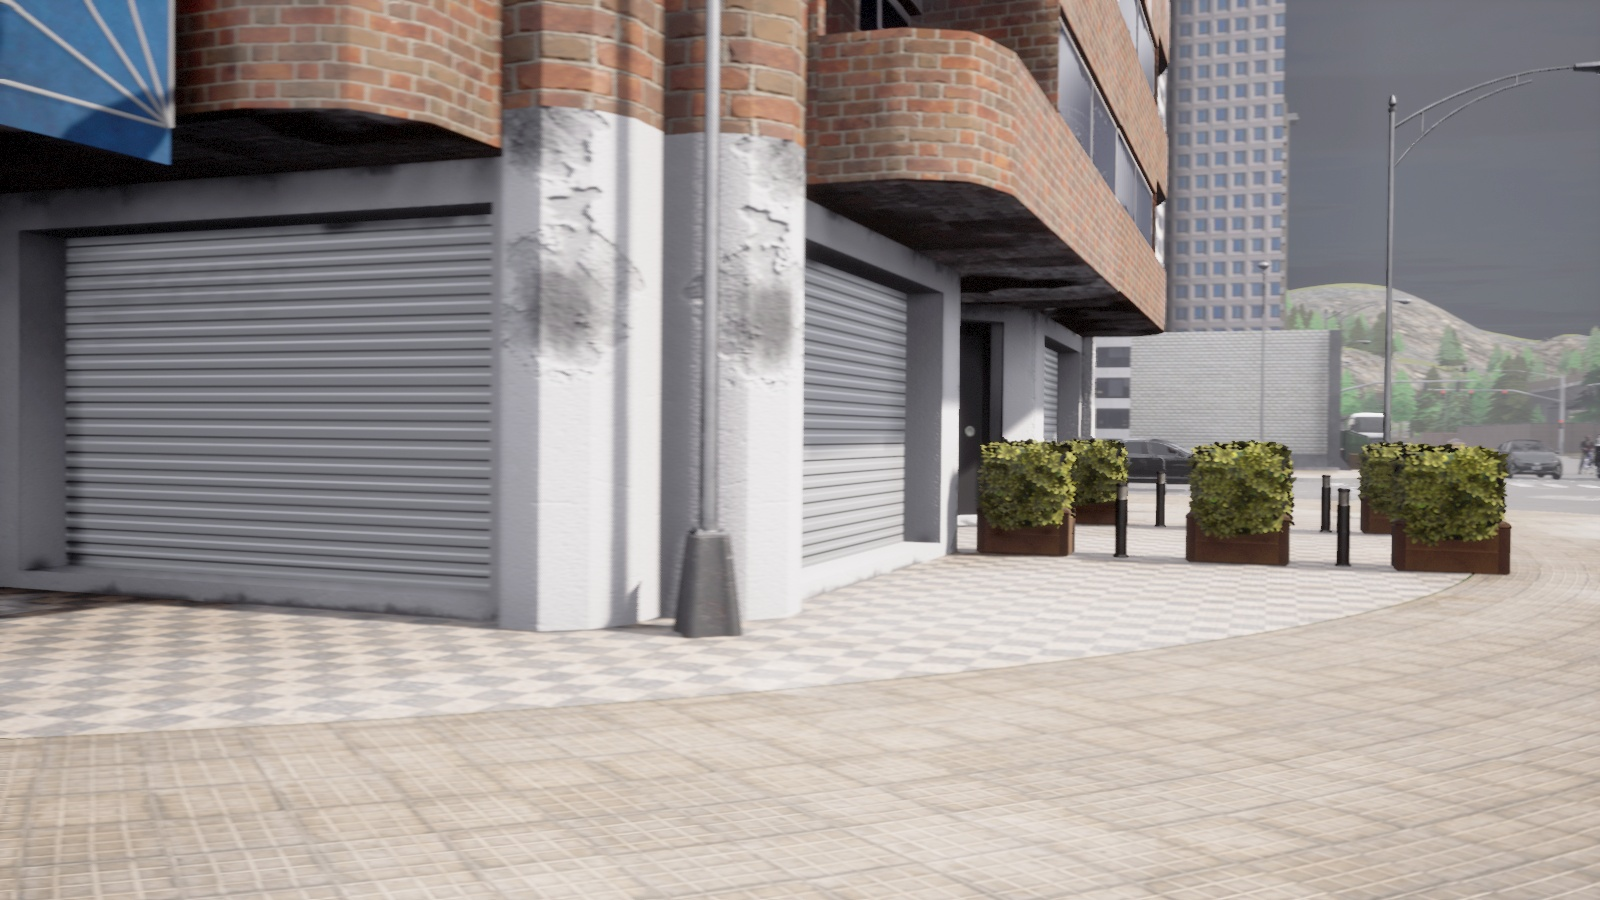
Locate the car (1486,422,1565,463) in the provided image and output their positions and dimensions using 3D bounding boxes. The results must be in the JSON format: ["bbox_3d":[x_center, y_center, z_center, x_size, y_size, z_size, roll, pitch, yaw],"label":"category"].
[{"bbox_3d":[28.644,-0.308,49.697,2.007,1.525,4.514,0,1,21],"label":"car"}]

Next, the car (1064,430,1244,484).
[{"bbox_3d":[10.320,0.206,36.606,4.892,1.490,1.837,0,1,21],"label":"car"}]
